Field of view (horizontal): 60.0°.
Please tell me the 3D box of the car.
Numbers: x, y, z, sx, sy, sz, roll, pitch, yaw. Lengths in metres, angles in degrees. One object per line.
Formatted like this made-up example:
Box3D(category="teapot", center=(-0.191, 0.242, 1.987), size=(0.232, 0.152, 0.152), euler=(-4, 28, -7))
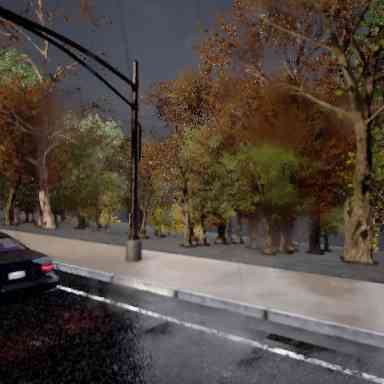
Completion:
Box3D(category="car", center=(-5.162, 1.523, 7.389), size=(5.357, 1.411, 2.033), euler=(0, 0, 36))
